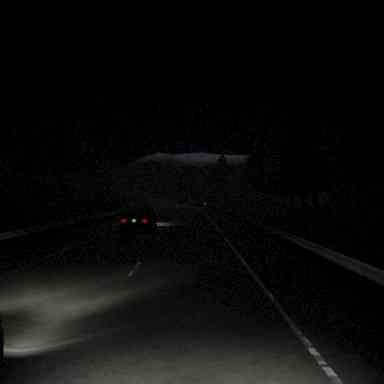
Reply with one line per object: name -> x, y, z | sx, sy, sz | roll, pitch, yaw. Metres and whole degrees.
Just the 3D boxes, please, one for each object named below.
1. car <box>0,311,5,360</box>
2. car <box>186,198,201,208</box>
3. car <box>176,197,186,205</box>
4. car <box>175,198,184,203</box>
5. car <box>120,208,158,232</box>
car -> -3.398, 1.377, 2.339 | 2.097, 1.767, 4.553 | 0, -1, 0
car -> 0.455, 1.956, 59.781 | 2.097, 1.767, 4.553 | 0, -1, -3
car -> -2.070, 2.023, 77.560 | 2.097, 1.767, 4.553 | 0, -1, -6
car -> -3.498, 2.289, 92.492 | 2.033, 1.411, 5.357 | 0, -1, -6
car -> -3.401, 1.771, 22.048 | 2.033, 1.411, 5.357 | 0, -1, 0
